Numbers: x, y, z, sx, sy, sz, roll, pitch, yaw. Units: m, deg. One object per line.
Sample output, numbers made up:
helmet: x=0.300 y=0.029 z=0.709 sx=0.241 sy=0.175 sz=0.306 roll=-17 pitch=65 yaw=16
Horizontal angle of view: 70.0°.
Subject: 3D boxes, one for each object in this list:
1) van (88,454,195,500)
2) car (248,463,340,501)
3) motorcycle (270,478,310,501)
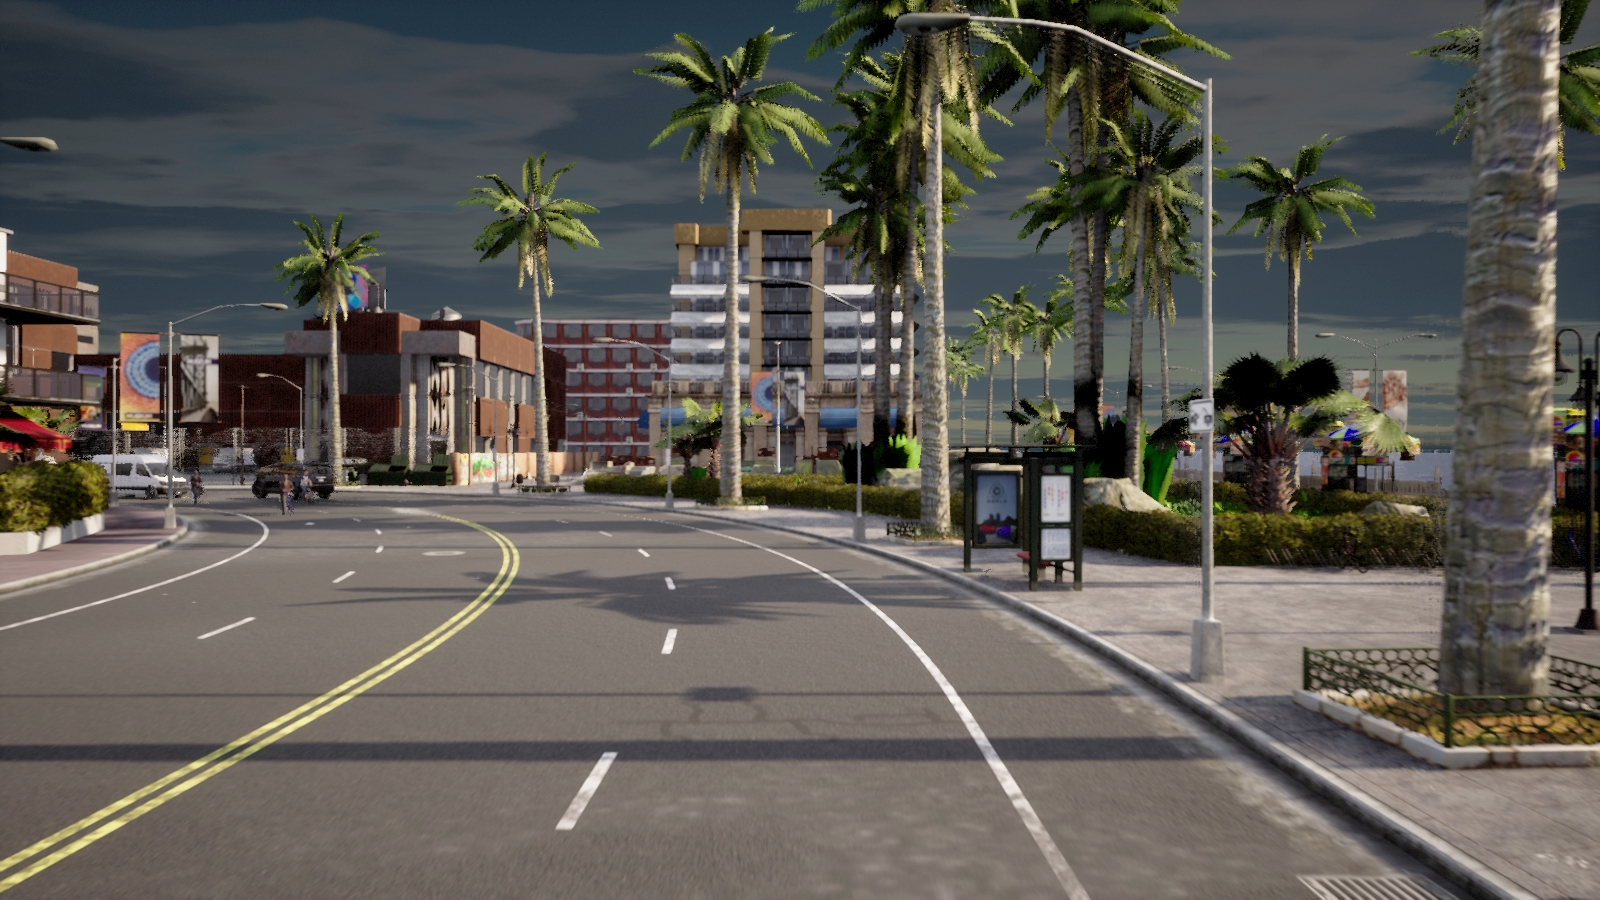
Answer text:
van: x=-38.056 y=1.534 z=65.977 sx=5.915 sy=2.561 sz=1.988 roll=0 pitch=0 yaw=20
car: x=-28.876 y=1.779 z=65.126 sx=5.566 sy=2.045 sz=2.150 roll=0 pitch=0 yaw=34
motorcycle: x=-28.383 y=2.182 z=63.607 sx=1.805 sy=1.236 sz=0.856 roll=0 pitch=0 yaw=-1
